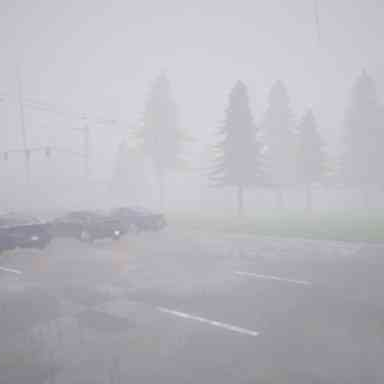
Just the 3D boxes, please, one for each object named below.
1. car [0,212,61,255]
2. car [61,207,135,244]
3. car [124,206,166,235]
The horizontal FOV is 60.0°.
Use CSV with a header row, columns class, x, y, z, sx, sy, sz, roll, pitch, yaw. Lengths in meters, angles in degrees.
class,x,y,z,sx,sy,sz,roll,pitch,yaw
car,-7.863,1.564,13.712,5.008,1.535,1.882,0,0,34
car,-5.330,1.588,16.227,4.892,1.490,1.837,0,0,35
car,-3.792,1.564,19.406,5.008,1.535,1.882,0,0,34
